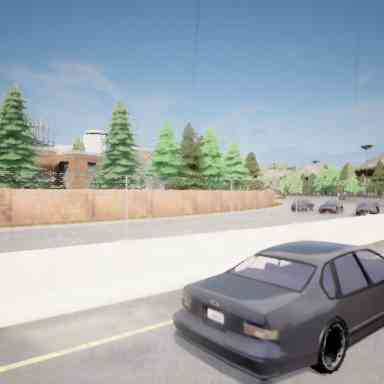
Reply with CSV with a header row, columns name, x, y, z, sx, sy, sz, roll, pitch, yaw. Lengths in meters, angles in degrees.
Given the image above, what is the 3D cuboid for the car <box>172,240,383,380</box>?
name,x,y,z,sx,sy,sz,roll,pitch,yaw
car,2.243,1.565,5.660,5.357,1.411,2.033,0,0,-39
